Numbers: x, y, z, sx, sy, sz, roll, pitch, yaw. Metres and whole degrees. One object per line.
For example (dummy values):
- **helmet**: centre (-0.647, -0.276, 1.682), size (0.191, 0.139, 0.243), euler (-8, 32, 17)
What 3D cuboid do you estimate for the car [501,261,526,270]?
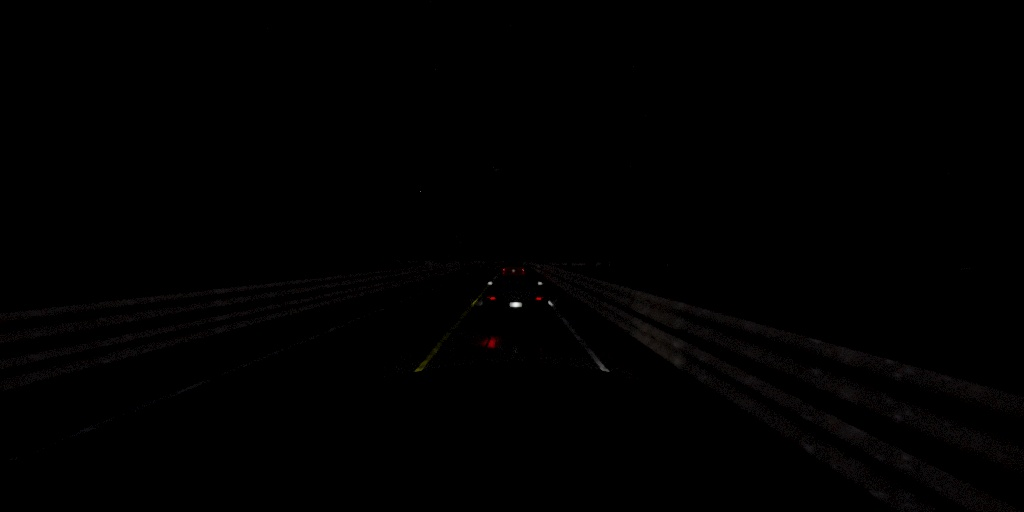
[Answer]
- **car**: centre (0.127, 1.219, 31.039), size (2.097, 1.767, 4.553), euler (1, 0, 0)

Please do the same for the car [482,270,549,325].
- **car**: centre (0.106, 1.332, 11.979), size (1.994, 1.385, 4.181), euler (0, 0, 0)
